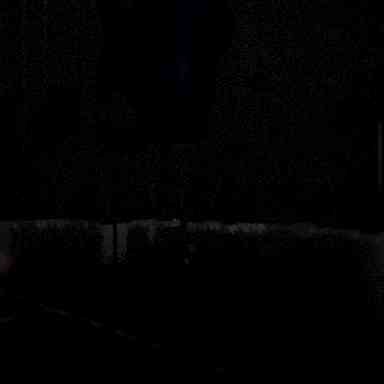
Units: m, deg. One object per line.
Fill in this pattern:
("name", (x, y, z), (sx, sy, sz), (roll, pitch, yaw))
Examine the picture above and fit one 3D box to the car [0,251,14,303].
("car", (-5.532, 1.439, 6.909), (4.097, 1.590, 1.967), (0, 0, 36))
